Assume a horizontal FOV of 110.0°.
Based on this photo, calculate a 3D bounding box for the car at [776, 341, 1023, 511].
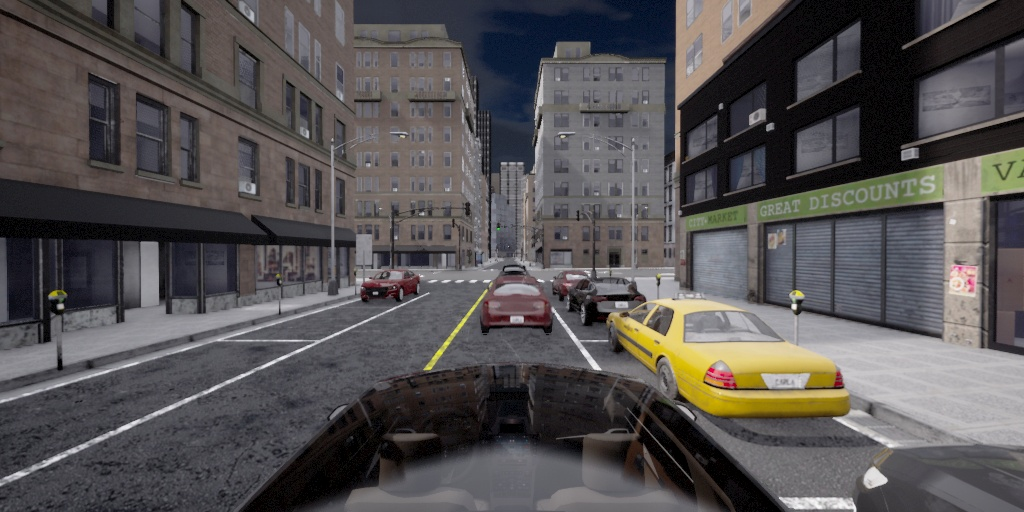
[{"bbox_3d":[2.871,1.300,0.317,2.007,1.370,4.403,0,0,0],"label":"car"}]

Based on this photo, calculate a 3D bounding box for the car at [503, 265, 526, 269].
[{"bbox_3d":[0.146,1.262,21.777,1.837,1.490,4.892,0,0,1],"label":"car"}]

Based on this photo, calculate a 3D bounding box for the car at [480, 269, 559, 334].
[{"bbox_3d":[0.110,1.278,10.490,1.812,1.442,4.674,0,0,0],"label":"car"}]

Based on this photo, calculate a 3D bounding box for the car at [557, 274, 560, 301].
[{"bbox_3d":[2.903,1.336,17.074,1.802,1.307,4.207,0,0,0],"label":"car"}]

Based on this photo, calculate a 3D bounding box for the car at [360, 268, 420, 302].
[{"bbox_3d":[-5.642,1.299,17.088,1.888,1.381,4.507,0,0,0],"label":"car"}]

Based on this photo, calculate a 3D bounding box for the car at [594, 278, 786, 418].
[{"bbox_3d":[2.882,1.277,6.072,1.751,1.417,4.829,0,0,0],"label":"car"}]

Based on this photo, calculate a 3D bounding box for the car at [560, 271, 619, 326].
[{"bbox_3d":[2.893,1.318,11.489,1.948,1.339,4.313,0,0,0],"label":"car"}]
